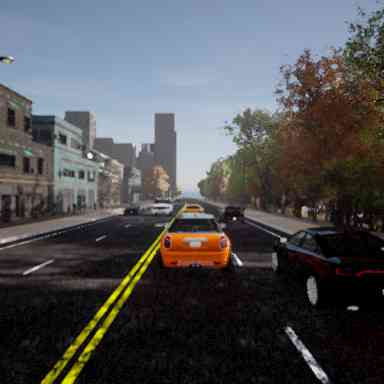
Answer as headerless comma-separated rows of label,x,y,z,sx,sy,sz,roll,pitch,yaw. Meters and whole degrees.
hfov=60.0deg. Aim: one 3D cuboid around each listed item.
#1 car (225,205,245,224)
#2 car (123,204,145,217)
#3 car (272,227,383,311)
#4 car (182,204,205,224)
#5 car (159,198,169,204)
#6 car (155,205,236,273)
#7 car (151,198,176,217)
car,3.339,1.875,28.494,1.837,1.490,4.892,0,-1,0
car,-6.607,2.062,38.338,1.994,1.385,4.181,0,-1,0
car,3.347,1.584,8.089,1.882,1.535,5.008,0,-1,0
car,0.089,1.867,29.940,1.882,1.535,5.008,0,-1,0
car,-6.532,2.173,78.819,2.033,1.411,5.357,0,-1,0
car,0.095,1.502,11.387,2.097,1.767,4.553,0,-1,0
car,-3.360,1.718,38.131,2.150,2.045,5.566,0,-1,0
